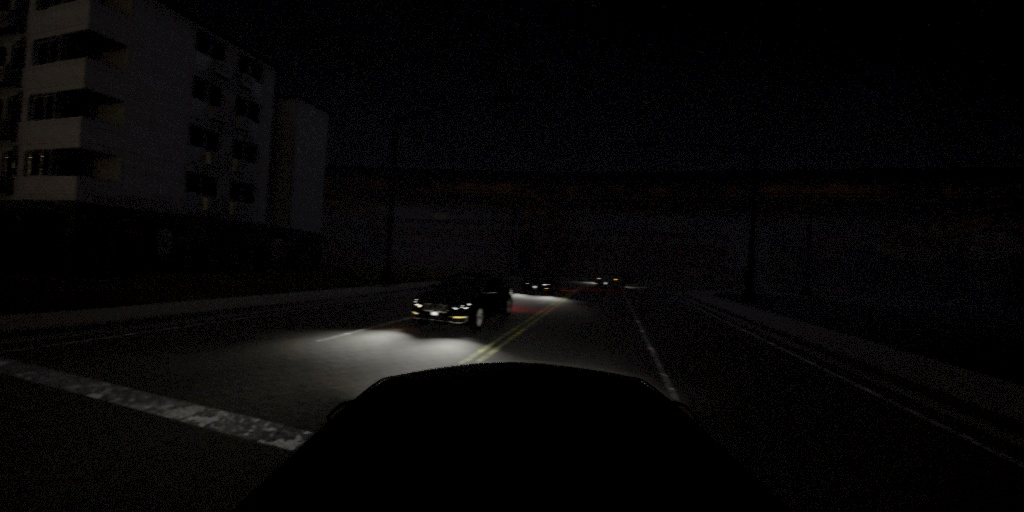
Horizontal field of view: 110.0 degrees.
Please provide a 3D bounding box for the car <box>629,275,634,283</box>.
[{"bbox_3d":[12.216,2.520,42.273,5.357,1.411,2.033,4,-1,-38],"label":"car"}]

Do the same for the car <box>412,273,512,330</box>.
[{"bbox_3d":[-1.334,1.303,11.566,1.837,1.490,4.892,3,-1,16],"label":"car"}]

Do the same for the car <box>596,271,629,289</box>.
[{"bbox_3d":[9.261,2.211,33.244,1.812,1.442,4.674,2,-1,28],"label":"car"}]

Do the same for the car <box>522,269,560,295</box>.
[{"bbox_3d":[2.043,1.654,23.765,1.837,1.490,4.892,3,-1,16],"label":"car"}]
